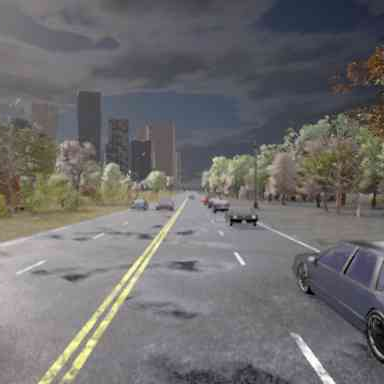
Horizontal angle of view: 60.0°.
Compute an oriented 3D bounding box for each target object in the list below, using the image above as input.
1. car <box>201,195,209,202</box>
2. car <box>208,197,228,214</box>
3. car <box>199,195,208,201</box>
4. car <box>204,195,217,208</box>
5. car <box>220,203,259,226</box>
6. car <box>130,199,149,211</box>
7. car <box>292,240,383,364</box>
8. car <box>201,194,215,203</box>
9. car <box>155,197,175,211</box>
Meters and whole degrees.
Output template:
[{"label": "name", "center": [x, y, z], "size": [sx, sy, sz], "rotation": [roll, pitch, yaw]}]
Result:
[{"label": "car", "center": [3.167, 1.601, 81.303], "size": [1.882, 1.535, 5.008], "rotation": [0, 0, 0]}, {"label": "car", "center": [3.269, 1.599, 37.304], "size": [2.163, 1.488, 4.792], "rotation": [0, 0, 0]}, {"label": "car", "center": [3.136, 1.622, 92.337], "size": [2.163, 1.488, 4.792], "rotation": [0, 0, 0]}, {"label": "car", "center": [3.262, 1.617, 48.322], "size": [2.163, 1.488, 4.792], "rotation": [0, 0, 0]}, {"label": "car", "center": [3.364, 1.667, 23.696], "size": [1.895, 1.301, 4.718], "rotation": [0, 0, 0]}, {"label": "car", "center": [-6.568, 1.637, 42.205], "size": [1.812, 1.442, 4.674], "rotation": [0, 0, 0]}, {"label": "car", "center": [3.355, 1.562, 5.731], "size": [2.033, 1.411, 5.357], "rotation": [0, 0, 0]}, {"label": "car", "center": [3.231, 1.343, 59.325], "size": [2.150, 2.045, 5.566], "rotation": [0, 0, 0]}, {"label": "car", "center": [-3.319, 1.461, 41.501], "size": [2.097, 1.767, 4.553], "rotation": [0, 0, 0]}]
